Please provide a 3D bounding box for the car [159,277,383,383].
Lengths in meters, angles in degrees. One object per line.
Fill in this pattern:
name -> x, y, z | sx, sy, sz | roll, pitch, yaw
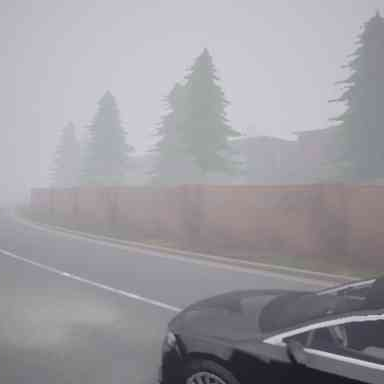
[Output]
car -> 1.895, 1.507, 2.773 | 4.902, 1.511, 2.128 | 0, 0, 36
